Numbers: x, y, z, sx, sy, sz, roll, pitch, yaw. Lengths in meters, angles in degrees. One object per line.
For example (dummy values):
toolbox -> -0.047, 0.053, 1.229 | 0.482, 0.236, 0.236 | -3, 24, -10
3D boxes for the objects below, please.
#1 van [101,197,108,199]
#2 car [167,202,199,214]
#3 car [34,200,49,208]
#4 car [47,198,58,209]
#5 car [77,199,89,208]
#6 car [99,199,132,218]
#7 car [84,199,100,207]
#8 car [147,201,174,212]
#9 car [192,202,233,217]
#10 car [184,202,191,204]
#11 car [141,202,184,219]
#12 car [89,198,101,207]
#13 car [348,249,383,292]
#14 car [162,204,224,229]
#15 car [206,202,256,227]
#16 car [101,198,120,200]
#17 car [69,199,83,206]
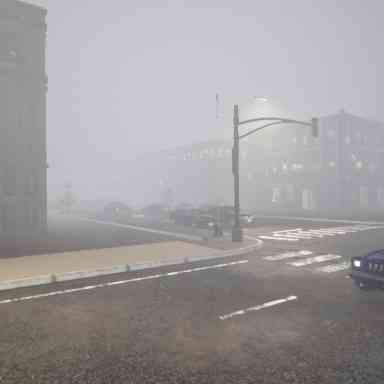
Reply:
van -> -13.910, 1.906, 58.359 | 1.690, 1.788, 3.998 | -1, 0, -35
car -> -1.093, 1.903, 40.303 | 1.802, 1.307, 4.206 | -2, 0, -35
car -> -30.348, 2.375, 67.052 | 2.008, 1.369, 4.403 | -1, 0, -35
car -> -23.844, 2.232, 57.884 | 1.752, 1.417, 4.829 | -1, 0, -35
car -> -20.211, 2.193, 62.801 | 1.812, 1.442, 4.674 | -1, 0, -35
car -> -7.929, 1.846, 35.451 | 1.967, 1.590, 4.097 | -1, 0, -35
car -> -20.311, 2.226, 67.388 | 1.887, 1.381, 4.507 | -1, 0, -35
car -> -4.295, 1.965, 44.817 | 1.802, 1.307, 4.206 | -2, 0, -35
car -> 2.110, 1.809, 35.788 | 2.008, 1.369, 4.403 | -2, 0, -35
car -> 1.409, 1.820, 32.293 | 1.994, 1.385, 4.181 | -1, 0, -35
car -> -3.260, 1.877, 33.360 | 2.033, 1.411, 5.357 | -1, 0, -36
car -> -17.114, 1.939, 62.873 | 2.192, 1.841, 5.009 | -1, 0, -35
car -> 5.673, 1.599, 7.720 | 4.718, 1.301, 1.895 | 0, 0, -35
car -> 0.004, 1.814, 24.064 | 1.947, 1.339, 4.313 | -2, 0, -35
car -> 2.685, 1.737, 24.990 | 1.812, 1.442, 4.674 | -1, 0, -33
car -> -9.254, 1.938, 41.827 | 2.128, 1.511, 4.902 | -1, 0, -35
car -> -26.717, 2.363, 76.417 | 1.947, 1.339, 4.313 | -1, 0, -35
